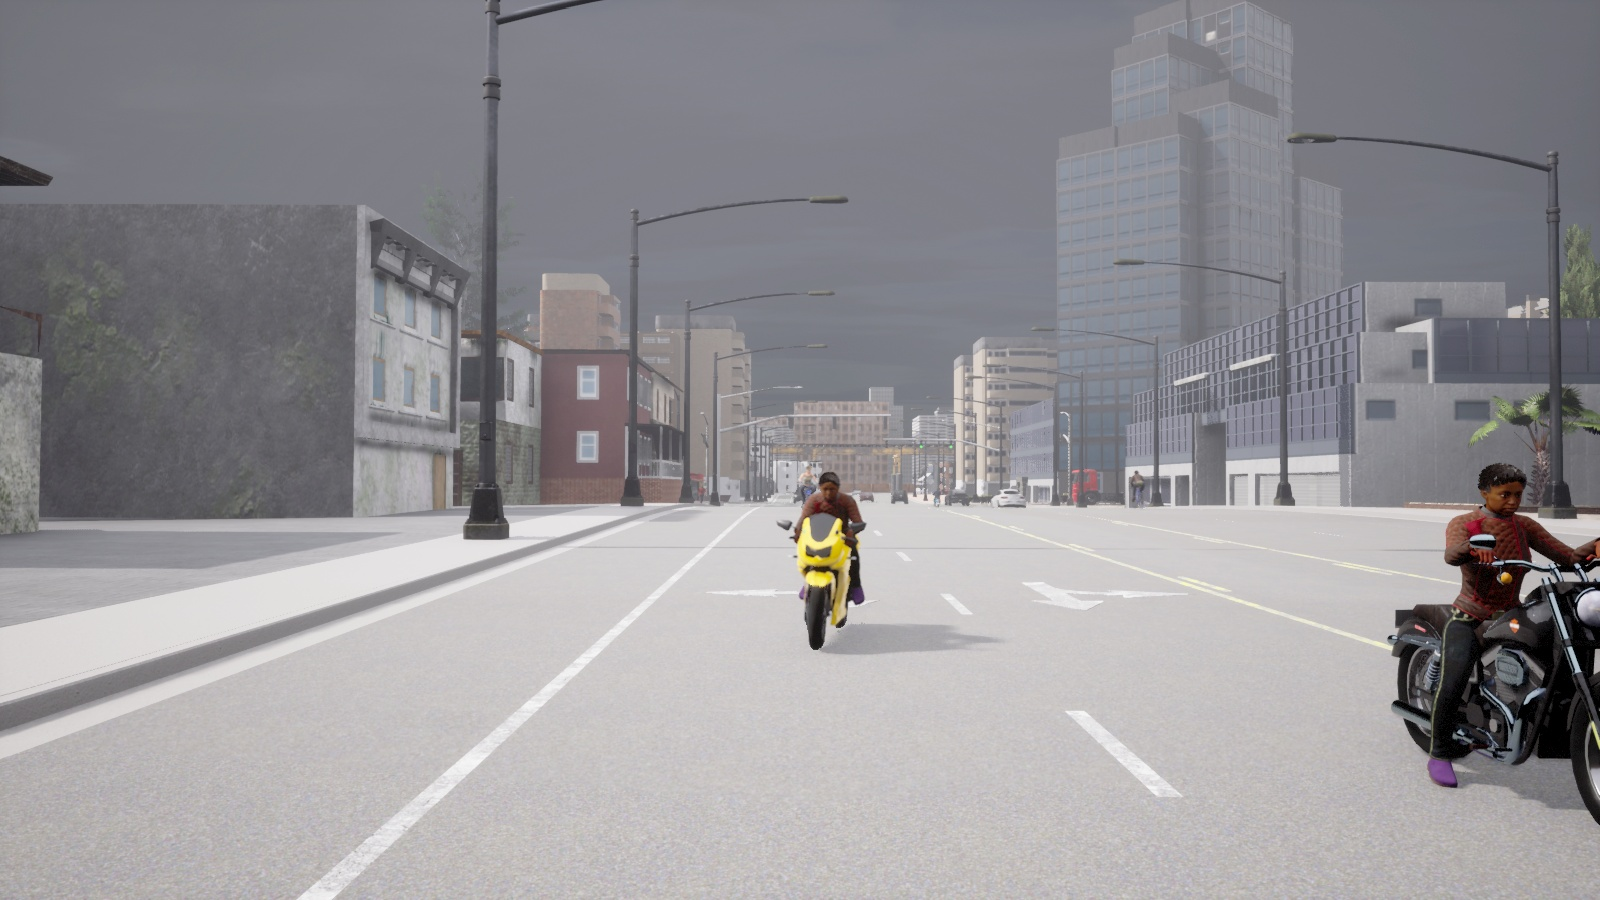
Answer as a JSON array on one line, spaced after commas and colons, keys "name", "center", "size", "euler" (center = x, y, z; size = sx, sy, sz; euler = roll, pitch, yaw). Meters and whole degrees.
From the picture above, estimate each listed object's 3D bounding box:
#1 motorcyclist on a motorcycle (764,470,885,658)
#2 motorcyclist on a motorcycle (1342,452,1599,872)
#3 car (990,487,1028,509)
[{"name": "motorcyclist on a motorcycle", "center": [0.266, 0.953, 11.393], "size": [0.797, 1.523, 2.044], "euler": [0, -1, 9]}, {"name": "motorcyclist on a motorcycle", "center": [3.520, 0.843, 6.085], "size": [0.766, 1.649, 2.350], "euler": [0, -1, 0]}, {"name": "car", "center": [14.147, 3.286, 85.258], "size": [1.812, 1.442, 4.674], "euler": [0, -3, 0]}]
